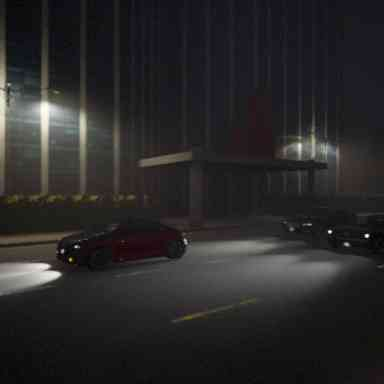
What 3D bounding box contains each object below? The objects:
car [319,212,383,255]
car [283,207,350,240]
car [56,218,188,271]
[{"bbox_3d":[7.535,1.634,13.576,4.718,1.301,1.895,0,0,-35],"label":"car"},{"bbox_3d":[6.797,1.529,17.402,4.902,1.511,2.128,0,0,-35],"label":"car"},{"bbox_3d":[-2.203,1.575,11.007,4.181,1.385,1.994,0,0,-36],"label":"car"}]
